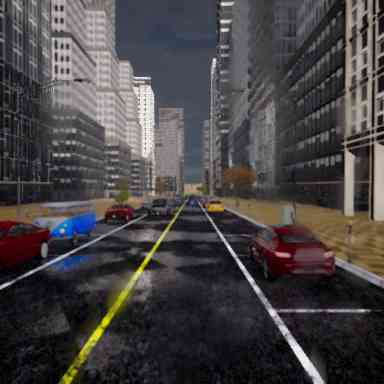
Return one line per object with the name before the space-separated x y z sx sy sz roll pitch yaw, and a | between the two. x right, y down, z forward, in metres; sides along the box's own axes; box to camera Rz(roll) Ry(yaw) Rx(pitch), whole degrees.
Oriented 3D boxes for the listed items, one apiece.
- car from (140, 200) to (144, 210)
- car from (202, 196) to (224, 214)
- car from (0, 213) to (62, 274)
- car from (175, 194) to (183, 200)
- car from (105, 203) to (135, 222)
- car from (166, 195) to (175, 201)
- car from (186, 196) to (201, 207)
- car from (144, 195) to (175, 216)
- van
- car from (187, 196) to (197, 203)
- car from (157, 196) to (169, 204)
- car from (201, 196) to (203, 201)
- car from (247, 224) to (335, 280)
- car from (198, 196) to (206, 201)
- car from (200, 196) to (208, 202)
car | -5.684 1.575 43.414 2.008 1.369 4.403 -1 0 0
car | 2.365 1.475 35.725 1.801 1.575 5.366 0 0 0
car | -5.698 1.547 9.664 1.887 1.381 4.507 -1 0 0
car | -2.970 1.188 73.077 2.097 1.767 4.553 0 0 0
car | -5.691 1.555 26.538 1.887 1.381 4.507 -1 0 0
car | -5.668 1.525 88.414 1.967 1.590 4.097 -1 0 0
car | 0.022 1.559 52.464 1.812 1.442 4.674 0 0 0
car | -3.080 1.366 32.407 2.097 1.767 4.553 0 0 0
van | -5.699 1.346 15.288 1.690 1.788 3.998 -1 0 0
car | 0.029 1.501 68.180 1.837 1.490 4.892 0 0 0
car | -5.675 1.601 65.913 2.008 1.369 4.403 -1 0 0
car | 2.698 1.476 54.661 1.967 1.590 4.097 -1 0 0
car | 2.682 1.584 9.661 1.802 1.307 4.206 -1 0 0
car | 2.715 1.651 88.410 1.947 1.339 4.313 -1 0 0
car | 2.710 1.592 77.331 1.752 1.417 4.829 -1 0 0
